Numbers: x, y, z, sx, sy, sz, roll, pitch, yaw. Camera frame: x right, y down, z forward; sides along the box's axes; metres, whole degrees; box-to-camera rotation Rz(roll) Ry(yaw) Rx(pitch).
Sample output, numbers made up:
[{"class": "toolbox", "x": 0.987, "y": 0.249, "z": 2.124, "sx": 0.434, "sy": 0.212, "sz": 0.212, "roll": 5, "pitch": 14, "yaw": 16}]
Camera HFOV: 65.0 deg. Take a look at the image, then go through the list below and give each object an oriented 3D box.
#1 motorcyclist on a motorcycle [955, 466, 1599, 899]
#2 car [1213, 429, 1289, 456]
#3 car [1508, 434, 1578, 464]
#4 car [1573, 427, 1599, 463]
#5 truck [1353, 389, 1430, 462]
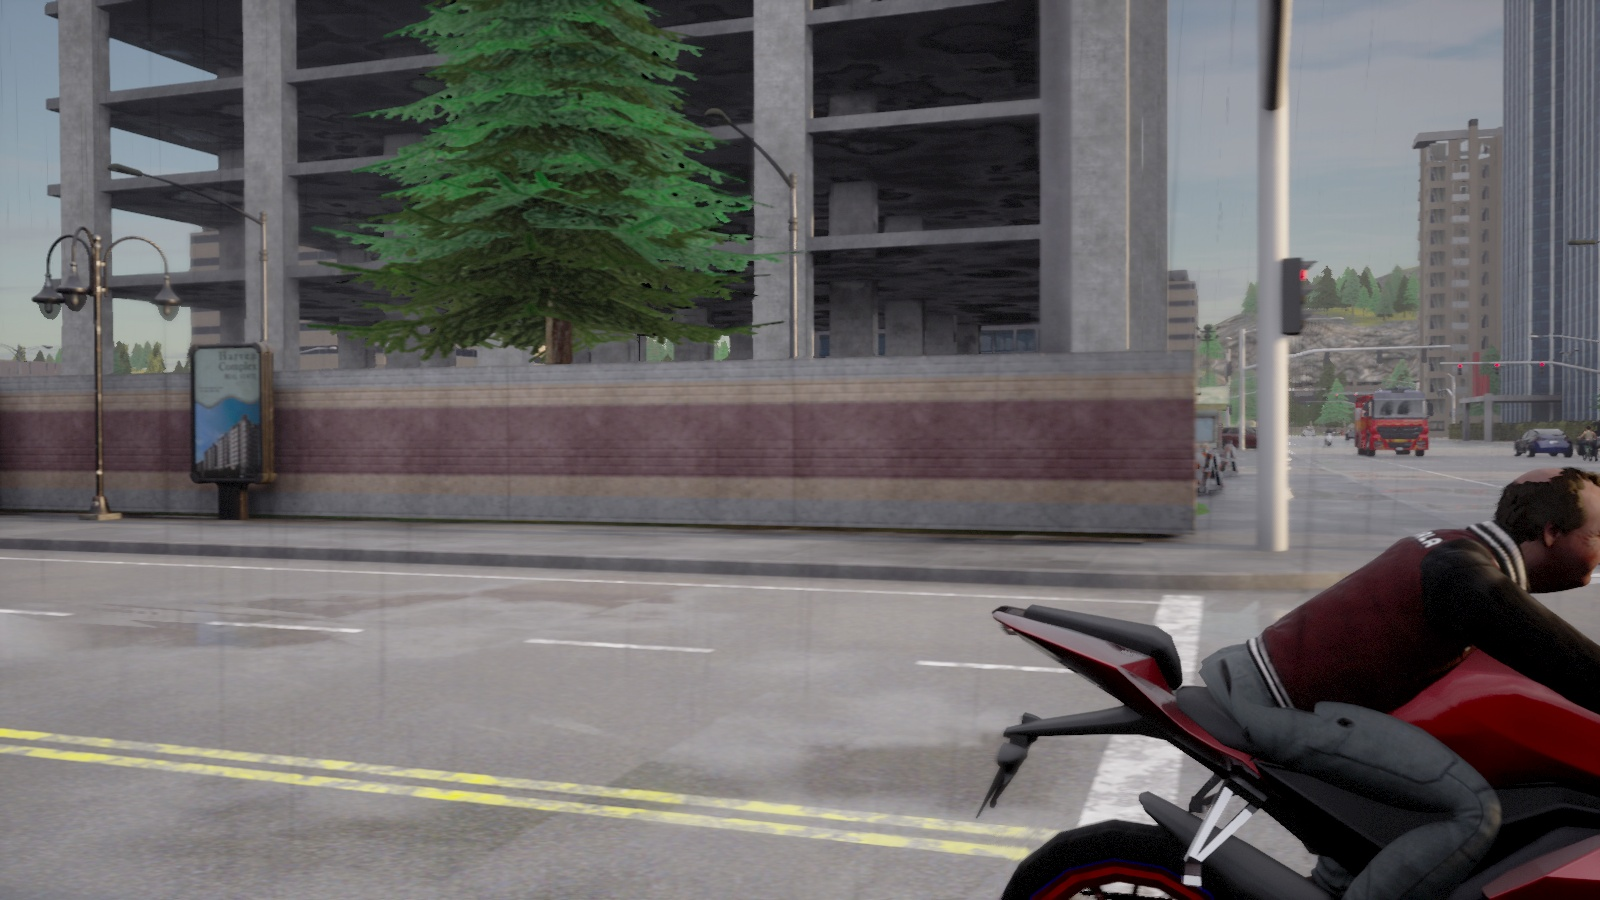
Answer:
[{"class": "motorcyclist on a motorcycle", "x": 1.501, "y": 0.824, "z": 2.689, "sx": 2.191, "sy": 1.530, "sz": 0.866, "roll": 0, "pitch": 1, "yaw": 19}, {"class": "car", "x": 30.417, "y": -0.557, "z": 84.687, "sx": 4.553, "sy": 1.767, "sz": 2.097, "roll": 1, "pitch": 1, "yaw": 27}, {"class": "car", "x": 38.693, "y": -0.084, "z": 65.524, "sx": 2.163, "sy": 1.488, "sz": 4.792, "roll": 1, "pitch": 1, "yaw": 19}, {"class": "car", "x": 42.932, "y": -0.299, "z": 67.114, "sx": 1.905, "sy": 1.878, "sz": 3.866, "roll": 0, "pitch": 1, "yaw": 19}, {"class": "truck", "x": 32.818, "y": -1.339, "z": 69.957, "sx": 2.891, "sy": 3.827, "sz": 8.468, "roll": 0, "pitch": 1, "yaw": 18}]
